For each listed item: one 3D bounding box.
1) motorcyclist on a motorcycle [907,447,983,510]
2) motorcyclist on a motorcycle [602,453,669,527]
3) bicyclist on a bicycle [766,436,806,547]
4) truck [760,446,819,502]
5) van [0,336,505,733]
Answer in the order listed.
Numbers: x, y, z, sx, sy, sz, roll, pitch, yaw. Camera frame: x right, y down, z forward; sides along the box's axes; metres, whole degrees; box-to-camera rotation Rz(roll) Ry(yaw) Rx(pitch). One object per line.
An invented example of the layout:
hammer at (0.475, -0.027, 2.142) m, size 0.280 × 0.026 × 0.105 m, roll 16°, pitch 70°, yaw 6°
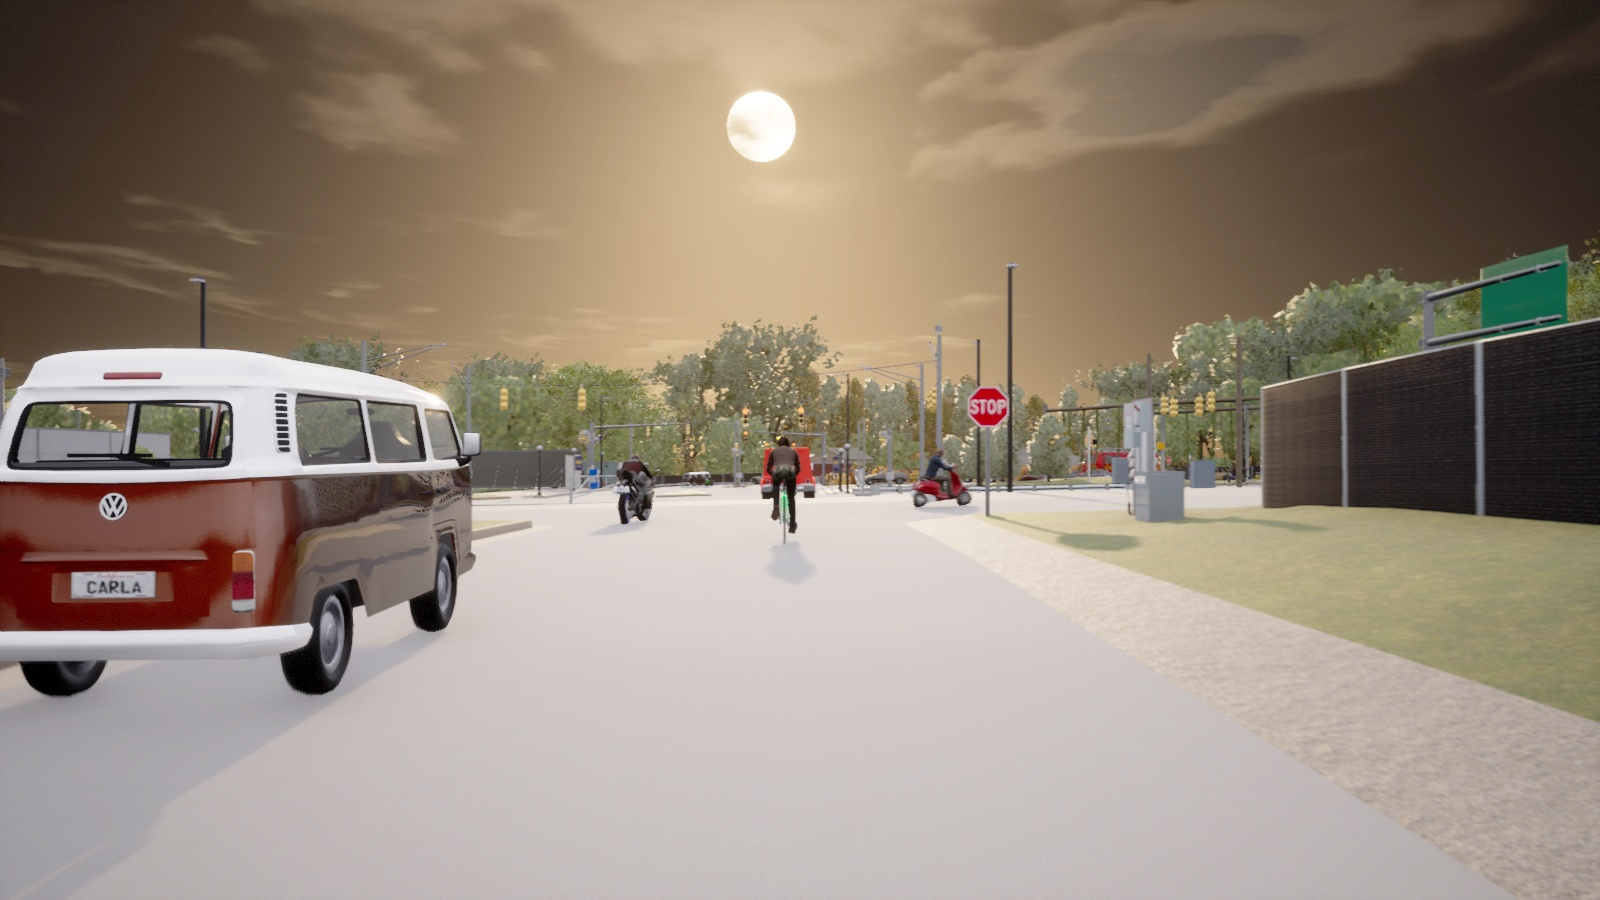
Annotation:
motorcyclist on a motorcycle at (3.856, 0.743, 33.481) m, size 1.817 × 1.590 × 0.866 m, roll -1°, pitch 2°, yaw -20°
motorcyclist on a motorcycle at (-3.520, 0.852, 27.068) m, size 0.866 × 1.530 × 2.191 m, roll -1°, pitch -1°, yaw 8°
bicyclist on a bicycle at (-0.217, 0.613, 19.197) m, size 0.582 × 1.620 × 1.656 m, roll 0°, pitch -1°, yaw -1°
truck at (-0.476, 1.196, 59.927) m, size 2.627 × 2.467 × 5.204 m, roll -1°, pitch -2°, yaw 0°
van at (-3.595, 0.424, 8.732) m, size 2.069 × 2.038 × 4.480 m, roll 0°, pitch 0°, yaw -1°
